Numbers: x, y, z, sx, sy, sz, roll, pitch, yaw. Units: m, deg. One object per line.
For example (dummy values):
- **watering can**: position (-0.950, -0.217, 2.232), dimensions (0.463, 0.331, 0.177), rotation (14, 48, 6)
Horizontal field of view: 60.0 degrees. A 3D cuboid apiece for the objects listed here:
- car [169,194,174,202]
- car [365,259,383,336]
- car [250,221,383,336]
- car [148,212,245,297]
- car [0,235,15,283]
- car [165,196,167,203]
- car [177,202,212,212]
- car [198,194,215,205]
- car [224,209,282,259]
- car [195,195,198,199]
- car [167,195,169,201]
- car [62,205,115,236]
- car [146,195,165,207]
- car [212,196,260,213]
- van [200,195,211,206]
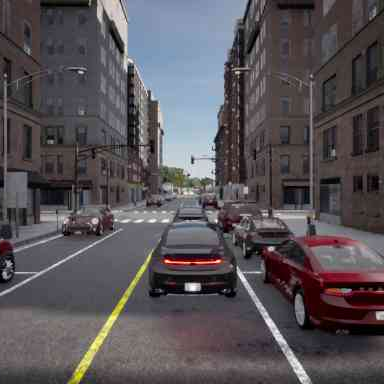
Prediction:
- **car**: position (-5.940, 1.541, 78.132), dimensions (1.887, 1.381, 4.507), rotation (0, 0, 0)
- **car**: position (2.634, 1.440, 1.064), dimensions (1.967, 1.590, 4.097), rotation (0, 0, 0)
- **car**: position (2.595, 1.545, 6.746), dimensions (1.887, 1.381, 4.507), rotation (0, 0, 0)
- **car**: position (0.013, 1.505, 8.567), dimensions (1.837, 1.490, 4.892), rotation (0, 0, 0)
- **car**: position (-5.430, 1.440, 6.691), dimensions (1.967, 1.590, 4.097), rotation (0, 0, 0)
- **car**: position (-5.798, 1.564, 56.117), dimensions (1.947, 1.339, 4.313), rotation (0, 0, 0)
- **car**: position (-0.059, 1.505, 17.983), dimensions (1.837, 1.490, 4.892), rotation (0, 0, 0)
- **car**: position (2.394, 1.314, 45.166), dimensions (2.192, 1.841, 5.009), rotation (0, 0, 0)
- **car**: position (2.556, 1.551, 12.428), dimensions (2.008, 1.369, 4.403), rotation (0, 0, 0)
- **car**: position (2.268, 1.313, 61.677), dimensions (2.192, 1.841, 5.009), rotation (0, 0, 0)
- **car**: position (-5.833, 1.548, 61.621), dimensions (2.008, 1.369, 4.403), rotation (0, 0, 0)
- **car**: position (-5.508, 1.440, 18.055), dimensions (1.967, 1.590, 4.097), rotation (0, 0, 0)
- **car**: position (-5.762, 1.314, 50.613), dimensions (2.192, 1.841, 5.009), rotation (0, 0, 0)
- **car**: position (2.517, 1.315, 18.110), dimensions (2.192, 1.841, 5.009), rotation (0, 0, 0)
- **van**: position (2.310, 1.339, 56.174), dimensions (1.690, 1.788, 3.998), rotation (0, 0, 0)
